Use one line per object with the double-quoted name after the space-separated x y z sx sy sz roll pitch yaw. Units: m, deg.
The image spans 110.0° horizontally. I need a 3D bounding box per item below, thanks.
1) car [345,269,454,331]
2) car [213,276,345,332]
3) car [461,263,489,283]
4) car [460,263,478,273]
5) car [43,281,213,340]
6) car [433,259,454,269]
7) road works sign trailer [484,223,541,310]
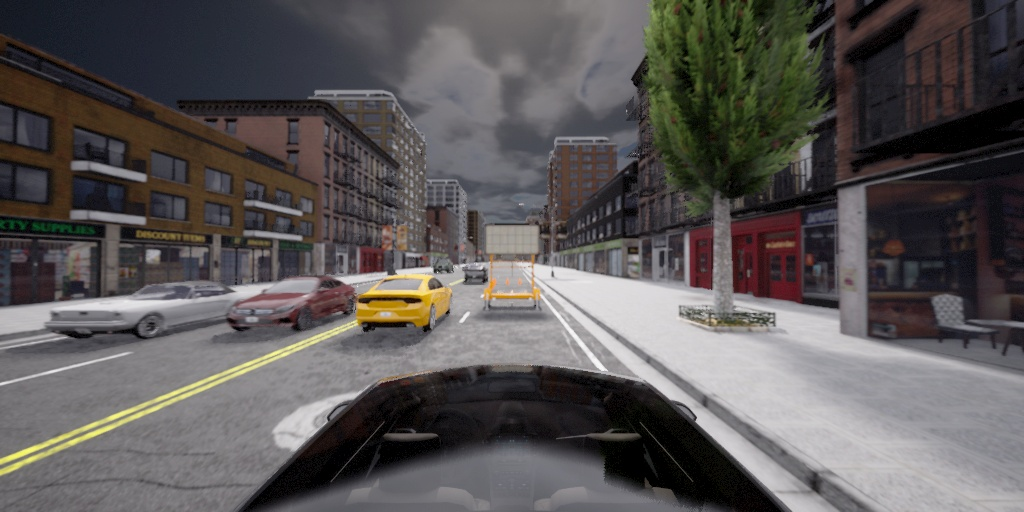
-3.143 1.325 11.406 1.882 1.535 5.008 0 -1 0 "car"
-6.594 1.373 11.424 1.812 1.442 4.674 0 -1 0 "car"
-3.129 1.550 32.292 2.128 1.511 4.902 0 -1 0 "car"
-6.533 1.839 55.129 2.033 1.411 5.357 0 -1 0 "car"
-9.845 1.438 10.443 1.895 1.301 4.718 0 -1 0 "car"
-9.803 1.477 51.674 2.150 2.045 5.566 0 -1 0 "car"
0.008 0.354 15.611 2.380 3.560 2.880 0 0 0 "road works sign trailer"
